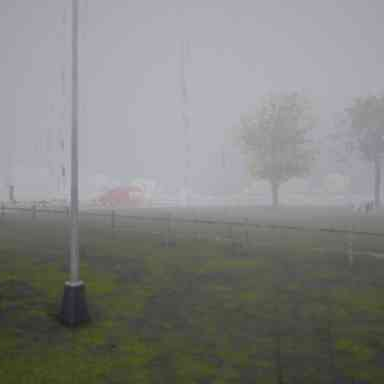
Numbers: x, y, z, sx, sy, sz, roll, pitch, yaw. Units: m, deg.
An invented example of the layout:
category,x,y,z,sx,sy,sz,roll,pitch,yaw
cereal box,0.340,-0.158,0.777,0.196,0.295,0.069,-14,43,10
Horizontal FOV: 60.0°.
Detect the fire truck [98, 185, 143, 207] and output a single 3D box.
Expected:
category,x,y,z,sx,sy,sz,roll,pitch,yaw
fire truck,-12.899,0.811,60.863,2.891,3.827,8.468,-1,-1,36
